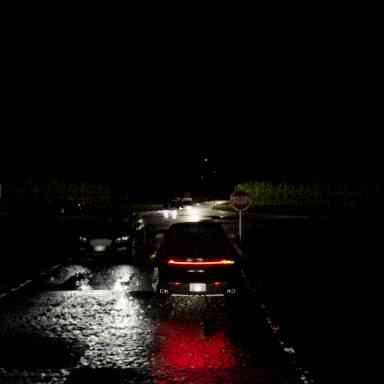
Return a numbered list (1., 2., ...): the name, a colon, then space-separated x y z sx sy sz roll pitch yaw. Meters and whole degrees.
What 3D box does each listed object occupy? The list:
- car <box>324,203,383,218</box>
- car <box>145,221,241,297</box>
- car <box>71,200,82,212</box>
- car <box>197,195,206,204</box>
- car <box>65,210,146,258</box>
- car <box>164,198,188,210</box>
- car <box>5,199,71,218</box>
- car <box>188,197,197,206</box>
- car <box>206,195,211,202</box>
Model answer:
1. car: 14.860 1.712 30.884 4.718 1.301 1.895 0 0 5
2. car: 0.096 1.506 8.533 1.837 1.490 4.892 0 0 0
3. car: -13.430 1.417 32.893 4.902 1.511 2.128 0 0 3
4. car: 0.878 1.604 65.706 1.994 1.385 4.181 0 0 11
5. car: -2.897 1.493 12.819 2.128 1.511 4.902 0 0 -1
6. car: -2.367 1.507 44.029 2.128 1.511 4.902 0 0 11
7. car: -13.653 1.406 29.071 4.902 1.511 2.128 0 0 5
8. car: -0.925 1.626 54.658 1.895 1.301 4.718 0 0 8
9. car: 3.053 1.418 75.796 2.097 1.767 4.553 0 0 13
